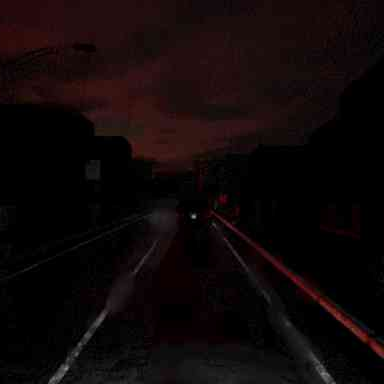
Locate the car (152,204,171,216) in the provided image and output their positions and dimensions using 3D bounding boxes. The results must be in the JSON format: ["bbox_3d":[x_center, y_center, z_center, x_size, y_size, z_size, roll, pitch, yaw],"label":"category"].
[{"bbox_3d":[-3.566,2.076,39.838,1.994,1.385,4.181,0,-1,0],"label":"car"}]

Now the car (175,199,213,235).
[{"bbox_3d":[0.105,1.473,20.930,2.150,2.045,5.566,0,0,0],"label":"car"}]

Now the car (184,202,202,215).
[{"bbox_3d":[0.115,2.031,41.917,2.128,1.511,4.902,0,-1,0],"label":"car"}]
